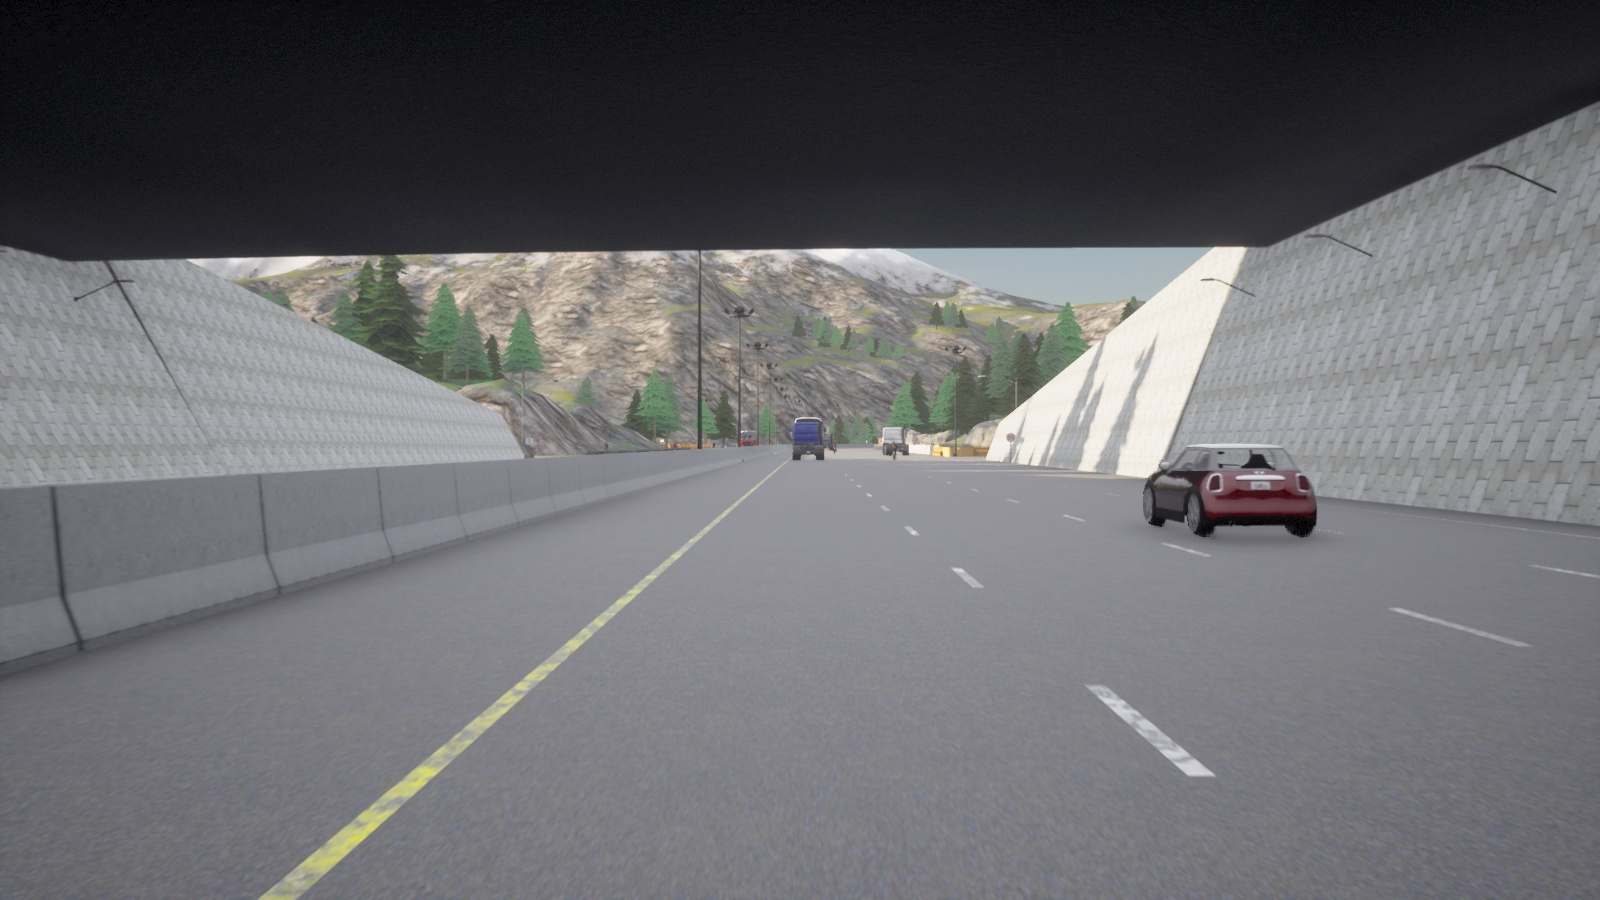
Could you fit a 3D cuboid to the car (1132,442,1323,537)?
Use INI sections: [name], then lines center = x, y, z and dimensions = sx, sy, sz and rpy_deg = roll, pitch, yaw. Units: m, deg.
[car]
center = 7.137, 0.596, 21.387
dimensions = 1.970, 1.475, 3.806
rpy_deg = 0, 0, 0
